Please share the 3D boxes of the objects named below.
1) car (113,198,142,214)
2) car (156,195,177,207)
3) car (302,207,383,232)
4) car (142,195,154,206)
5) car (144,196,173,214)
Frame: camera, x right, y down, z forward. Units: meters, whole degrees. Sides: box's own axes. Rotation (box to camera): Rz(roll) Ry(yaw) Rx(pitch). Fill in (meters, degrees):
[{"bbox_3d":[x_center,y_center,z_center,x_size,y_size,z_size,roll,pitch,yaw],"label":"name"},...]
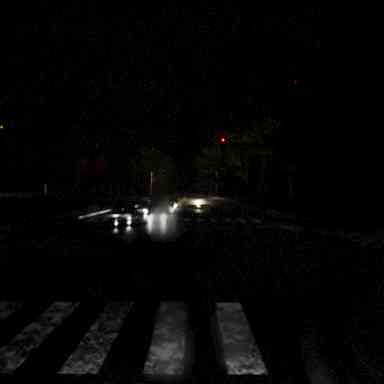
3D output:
[{"bbox_3d":[-6.497,1.416,33.104,1.994,1.385,4.181,0,0,-1],"label":"car"},{"bbox_3d":[-3.323,1.280,43.683,1.882,1.535,5.008,0,0,0],"label":"car"},{"bbox_3d":[9.392,1.663,20.953,4.674,1.442,1.812,0,-1,10],"label":"car"},{"bbox_3d":[-6.573,1.401,43.938,1.895,1.301,4.718,0,0,0],"label":"car"},{"bbox_3d":[-3.241,1.418,32.975,1.994,1.385,4.181,0,0,0],"label":"car"}]
